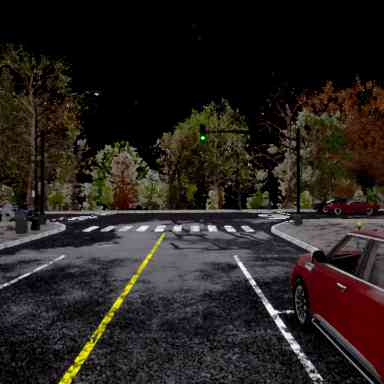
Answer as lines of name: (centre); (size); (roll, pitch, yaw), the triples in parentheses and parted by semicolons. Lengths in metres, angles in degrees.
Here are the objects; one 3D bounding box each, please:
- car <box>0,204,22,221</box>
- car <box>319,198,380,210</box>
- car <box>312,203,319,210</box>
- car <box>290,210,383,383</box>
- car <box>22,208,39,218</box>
car: (-16.434, 1.583, 25.936); (4.902, 1.511, 2.128); (-1, -1, 2)
car: (15.177, 1.459, 31.888); (4.718, 1.301, 1.895); (-1, -1, 1)
car: (15.243, 1.406, 35.141); (4.892, 1.490, 1.837); (-1, -1, 1)
car: (2.719, 1.316, 3.825); (2.192, 1.841, 5.009); (1, 0, 0)
car: (-16.108, 1.733, 29.190); (4.718, 1.301, 1.895); (-1, -1, 1)
